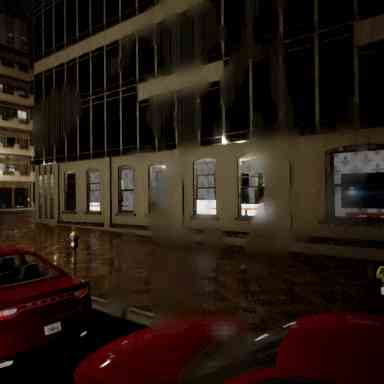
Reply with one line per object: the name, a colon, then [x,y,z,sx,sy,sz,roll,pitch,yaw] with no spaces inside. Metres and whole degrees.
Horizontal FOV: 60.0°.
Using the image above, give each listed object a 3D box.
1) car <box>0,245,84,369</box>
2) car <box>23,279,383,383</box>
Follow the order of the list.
car: [-3.527,1.546,5.396,4.507,1.381,1.887,0,-1,35]
car: [1.047,1.545,2.137,4.507,1.381,1.887,0,-1,35]
